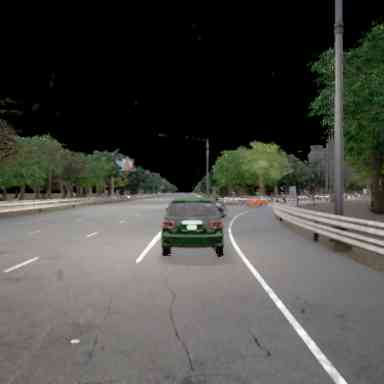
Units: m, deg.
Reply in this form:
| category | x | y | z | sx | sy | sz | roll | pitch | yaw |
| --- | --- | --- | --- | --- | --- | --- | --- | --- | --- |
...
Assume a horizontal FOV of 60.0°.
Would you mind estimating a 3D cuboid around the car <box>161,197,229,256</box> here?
| category | x | y | z | sx | sy | sz | roll | pitch | yaw |
| --- | --- | --- | --- | --- | --- | --- | --- | --- | --- |
| car | 0.101 | 1.209 | 13.294 | 2.150 | 2.045 | 5.566 | 0 | 0 | 2 |

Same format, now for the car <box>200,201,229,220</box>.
| category | x | y | z | sx | sy | sz | roll | pitch | yaw |
| --- | --- | --- | --- | --- | --- | --- | --- | --- | --- |
| car | 2.014 | 1.506 | 28.486 | 1.812 | 1.442 | 4.674 | 0 | 0 | 12 |

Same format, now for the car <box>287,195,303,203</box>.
| category | x | y | z | sx | sy | sz | roll | pitch | yaw |
| --- | --- | --- | --- | --- | --- | --- | --- | --- | --- |
| car | 20.424 | 1.379 | 65.782 | 1.882 | 1.535 | 5.008 | 0 | 0 | 40 |

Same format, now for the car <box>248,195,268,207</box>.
| category | x | y | z | sx | sy | sz | roll | pitch | yaw |
| --- | --- | --- | --- | --- | --- | --- | --- | --- | --- |
| car | 10.111 | 1.295 | 50.622 | 2.097 | 1.767 | 4.553 | 0 | 0 | 28 |
